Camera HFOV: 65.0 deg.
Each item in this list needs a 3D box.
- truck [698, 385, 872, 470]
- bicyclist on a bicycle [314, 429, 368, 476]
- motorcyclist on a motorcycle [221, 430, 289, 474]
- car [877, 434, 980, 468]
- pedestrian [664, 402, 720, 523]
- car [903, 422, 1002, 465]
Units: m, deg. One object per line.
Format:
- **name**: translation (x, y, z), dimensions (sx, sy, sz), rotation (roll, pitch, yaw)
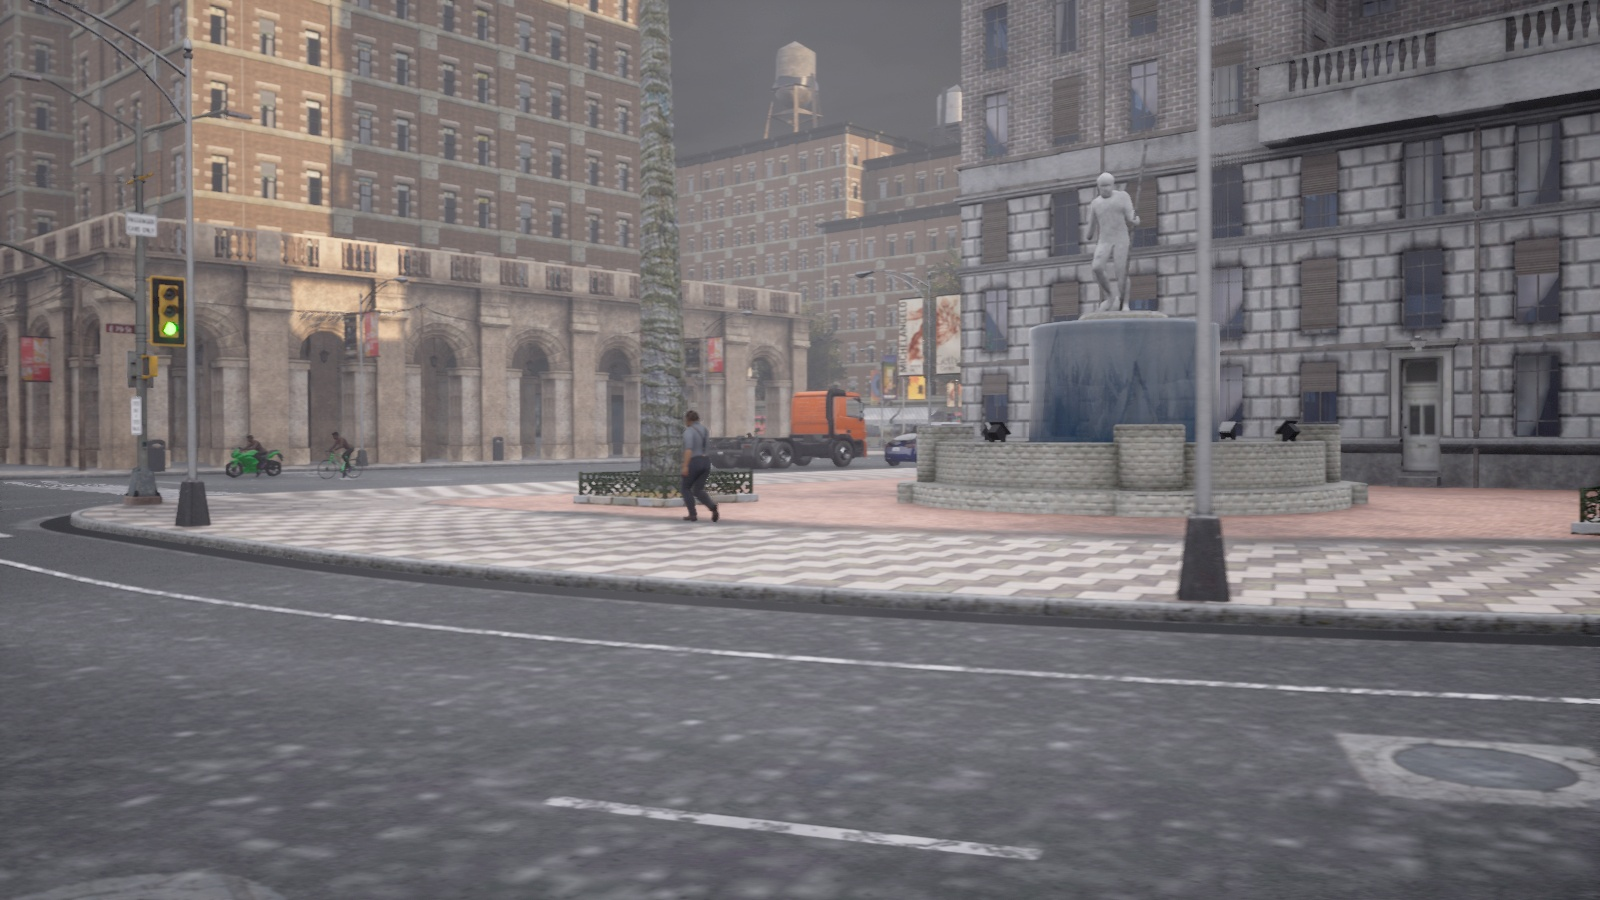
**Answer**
- **truck**: translation (-0.540, -0.966, 54.697), dimensions (2.891, 3.462, 7.936), rotation (1, 1, 43)
- **bicyclist on a bicycle**: translation (-15.830, 0.073, 43.342), dimensions (0.582, 1.620, 1.656), rotation (1, 1, 43)
- **motorcyclist on a motorcycle**: translation (-19.339, 0.069, 44.591), dimensions (0.797, 1.523, 2.044), rotation (1, 1, 43)
- **car**: translation (5.802, 0.016, 56.423), dimensions (2.163, 1.488, 4.792), rotation (1, 1, 43)
- **pedestrian**: translation (-1.699, 0.186, 19.674), dimensions (0.694, 1.848, 0.540), rotation (1, 1, 42)
- **car**: translation (7.792, -0.364, 63.801), dimensions (2.150, 2.045, 5.566), rotation (1, 1, 42)
